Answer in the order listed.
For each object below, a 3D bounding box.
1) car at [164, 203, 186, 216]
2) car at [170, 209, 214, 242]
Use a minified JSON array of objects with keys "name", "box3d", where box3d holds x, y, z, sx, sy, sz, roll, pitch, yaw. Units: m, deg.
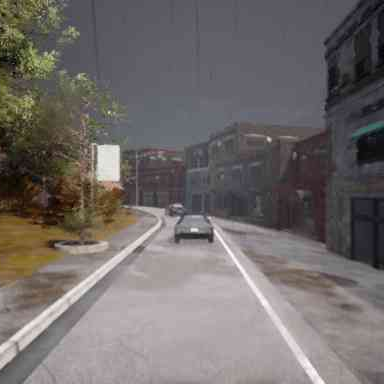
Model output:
[{"name":"car","box3d":[-1.940,1.995,38.509,1.812,1.442,4.674,0,0,-14]},{"name":"car","box3d":[0.101,1.794,17.685,1.994,1.385,4.181,0,-1,0]}]
